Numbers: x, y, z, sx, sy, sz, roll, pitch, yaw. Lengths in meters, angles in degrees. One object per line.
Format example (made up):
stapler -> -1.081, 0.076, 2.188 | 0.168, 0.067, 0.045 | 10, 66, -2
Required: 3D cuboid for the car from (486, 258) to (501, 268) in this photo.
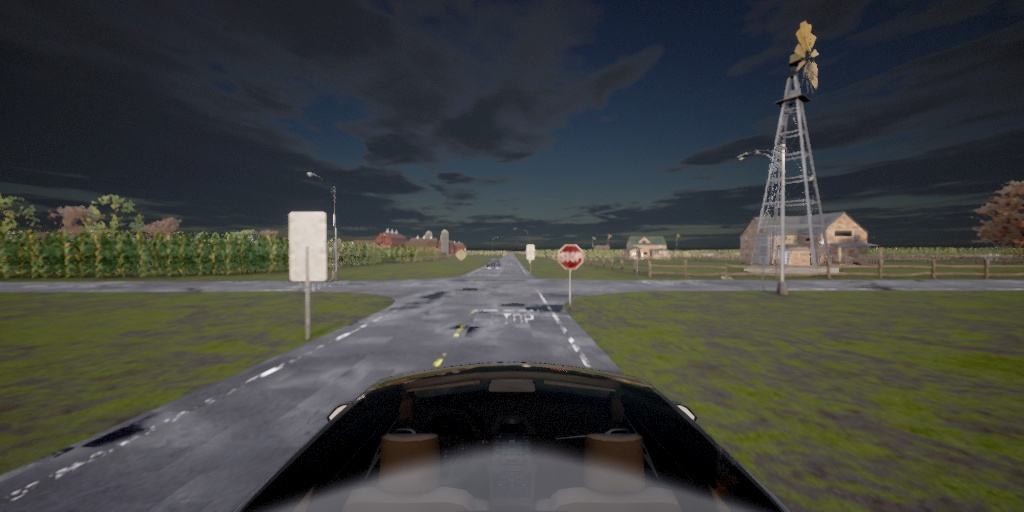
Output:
car -> -2.731, 1.004, 53.372 | 1.994, 1.385, 4.181 | 0, 1, 0
